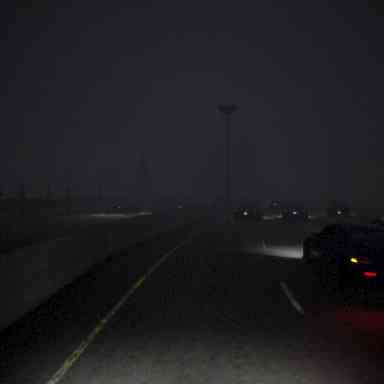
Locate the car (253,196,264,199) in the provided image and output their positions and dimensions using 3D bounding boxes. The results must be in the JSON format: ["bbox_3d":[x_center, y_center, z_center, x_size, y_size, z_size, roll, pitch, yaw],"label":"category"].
[{"bbox_3d":[14.416,1.611,70.975,2.033,1.411,5.357,0,0,43],"label":"car"}]

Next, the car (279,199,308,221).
[{"bbox_3d":[8.398,1.554,27.046,1.994,1.385,4.181,0,0,18],"label":"car"}]

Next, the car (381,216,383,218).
[{"bbox_3d":[8.340,1.348,12.477,2.097,1.767,4.553,0,0,9],"label":"car"}]

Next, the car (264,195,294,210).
[{"bbox_3d":[11.074,1.519,41.998,2.163,1.488,4.792,0,0,27],"label":"car"}]

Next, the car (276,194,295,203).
[{"bbox_3d":[20.262,1.393,71.972,4.553,1.767,2.097,0,0,-44],"label":"car"}]

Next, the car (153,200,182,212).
[{"bbox_3d":[-2.747,1.572,37.649,1.994,1.385,4.181,0,0,23],"label":"car"}]

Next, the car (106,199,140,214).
[{"bbox_3d":[-7.296,1.528,35.639,1.812,1.442,4.674,0,0,20],"label":"car"}]

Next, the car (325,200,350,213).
[{"bbox_3d":[13.444,1.496,30.664,1.837,1.490,4.892,0,0,21],"label":"car"}]

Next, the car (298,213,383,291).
[{"bbox_3d":[4.279,1.522,8.749,1.812,1.442,4.674,0,0,6],"label":"car"}]

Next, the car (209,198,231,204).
[{"bbox_3d":[3.708,1.528,43.419,1.837,1.490,4.892,0,0,27],"label":"car"}]

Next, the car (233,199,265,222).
[{"bbox_3d":[4.541,1.553,26.423,1.994,1.385,4.181,0,0,17],"label":"car"}]
